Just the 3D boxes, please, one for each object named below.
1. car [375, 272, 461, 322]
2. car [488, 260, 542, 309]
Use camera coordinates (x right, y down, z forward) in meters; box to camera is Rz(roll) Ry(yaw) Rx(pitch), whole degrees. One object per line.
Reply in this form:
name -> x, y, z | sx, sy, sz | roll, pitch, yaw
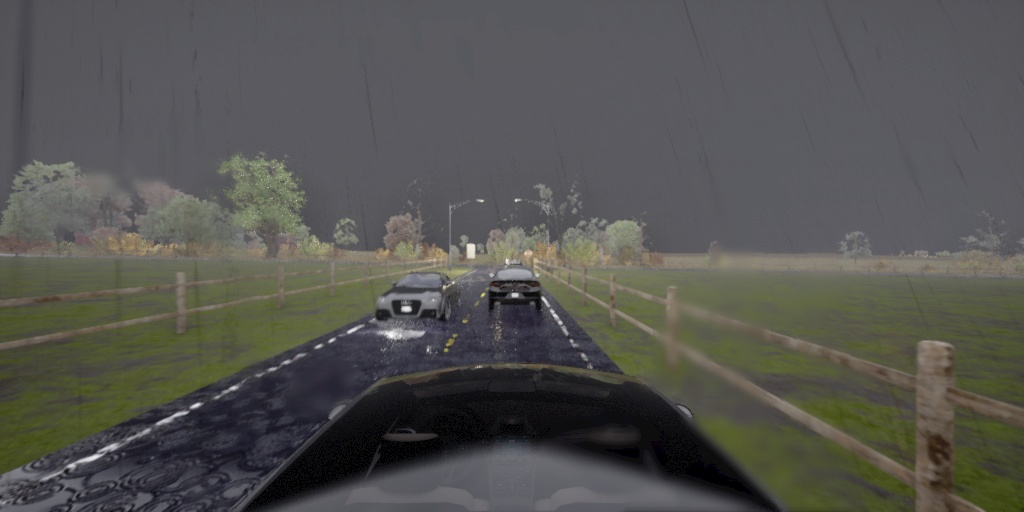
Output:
car -> -2.849, 1.217, 11.664 | 1.994, 1.385, 4.181 | 0, 1, 0
car -> 0.100, 1.107, 14.259 | 1.882, 1.535, 5.008 | 0, 1, 0
